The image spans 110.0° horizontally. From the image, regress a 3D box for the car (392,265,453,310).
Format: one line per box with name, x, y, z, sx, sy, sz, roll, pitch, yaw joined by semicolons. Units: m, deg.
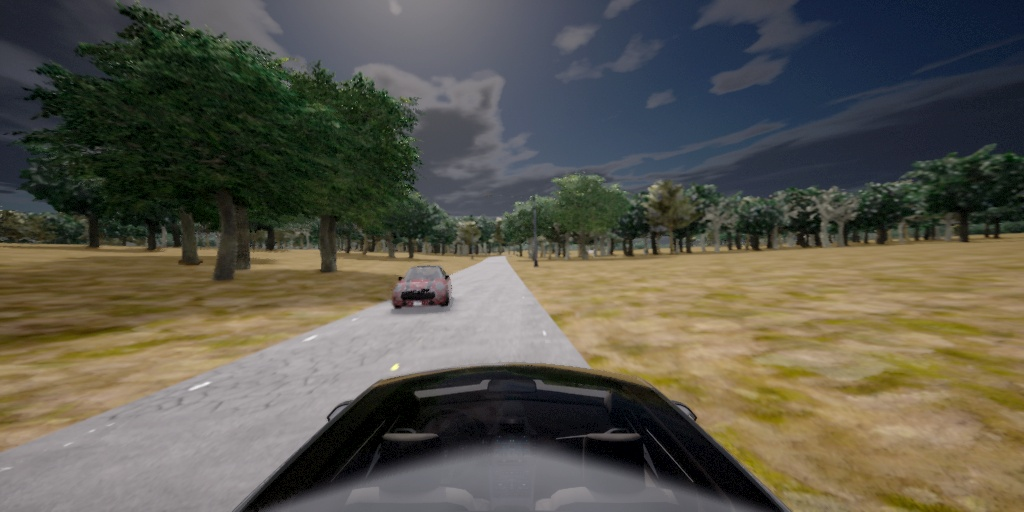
car;-3.750;1.186;15.568;2.097;1.767;4.553;-2;0;-6
